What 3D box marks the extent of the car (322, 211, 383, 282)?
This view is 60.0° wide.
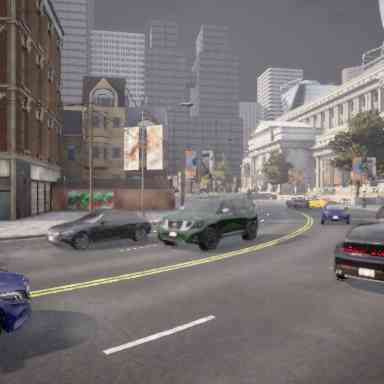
[{"bbox_3d":[5.404,1.502,9.069,1.837,1.490,4.892,0,0,41],"label":"car"}]

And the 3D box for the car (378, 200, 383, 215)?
[{"bbox_3d":[19.098,1.507,30.595,2.002,1.452,4.674,0,0,11],"label":"car"}]

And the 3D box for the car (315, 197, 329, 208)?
[{"bbox_3d":[17.039,1.453,43.836,1.882,1.535,5.008,0,0,-1],"label":"car"}]

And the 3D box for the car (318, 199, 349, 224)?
[{"bbox_3d":[10.364,1.513,24.267,1.812,1.442,4.674,0,0,21],"label":"car"}]

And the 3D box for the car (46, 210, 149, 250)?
[{"bbox_3d":[-3.821,1.512,14.446,1.812,1.442,4.674,0,0,42],"label":"car"}]

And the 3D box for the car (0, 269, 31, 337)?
[{"bbox_3d":[-4.724,1.519,4.412,4.674,1.442,1.812,0,0,-33],"label":"car"}]

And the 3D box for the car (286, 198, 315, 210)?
[{"bbox_3d":[13.570,1.465,43.027,2.128,1.511,4.902,0,0,0],"label":"car"}]

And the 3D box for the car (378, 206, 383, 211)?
[{"bbox_3d":[12.978,1.539,21.337,2.033,1.411,5.357,0,0,23],"label":"car"}]

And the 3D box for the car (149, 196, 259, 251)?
[{"bbox_3d":[0.967,1.210,14.574,2.150,2.045,5.566,1,0,37],"label":"car"}]
